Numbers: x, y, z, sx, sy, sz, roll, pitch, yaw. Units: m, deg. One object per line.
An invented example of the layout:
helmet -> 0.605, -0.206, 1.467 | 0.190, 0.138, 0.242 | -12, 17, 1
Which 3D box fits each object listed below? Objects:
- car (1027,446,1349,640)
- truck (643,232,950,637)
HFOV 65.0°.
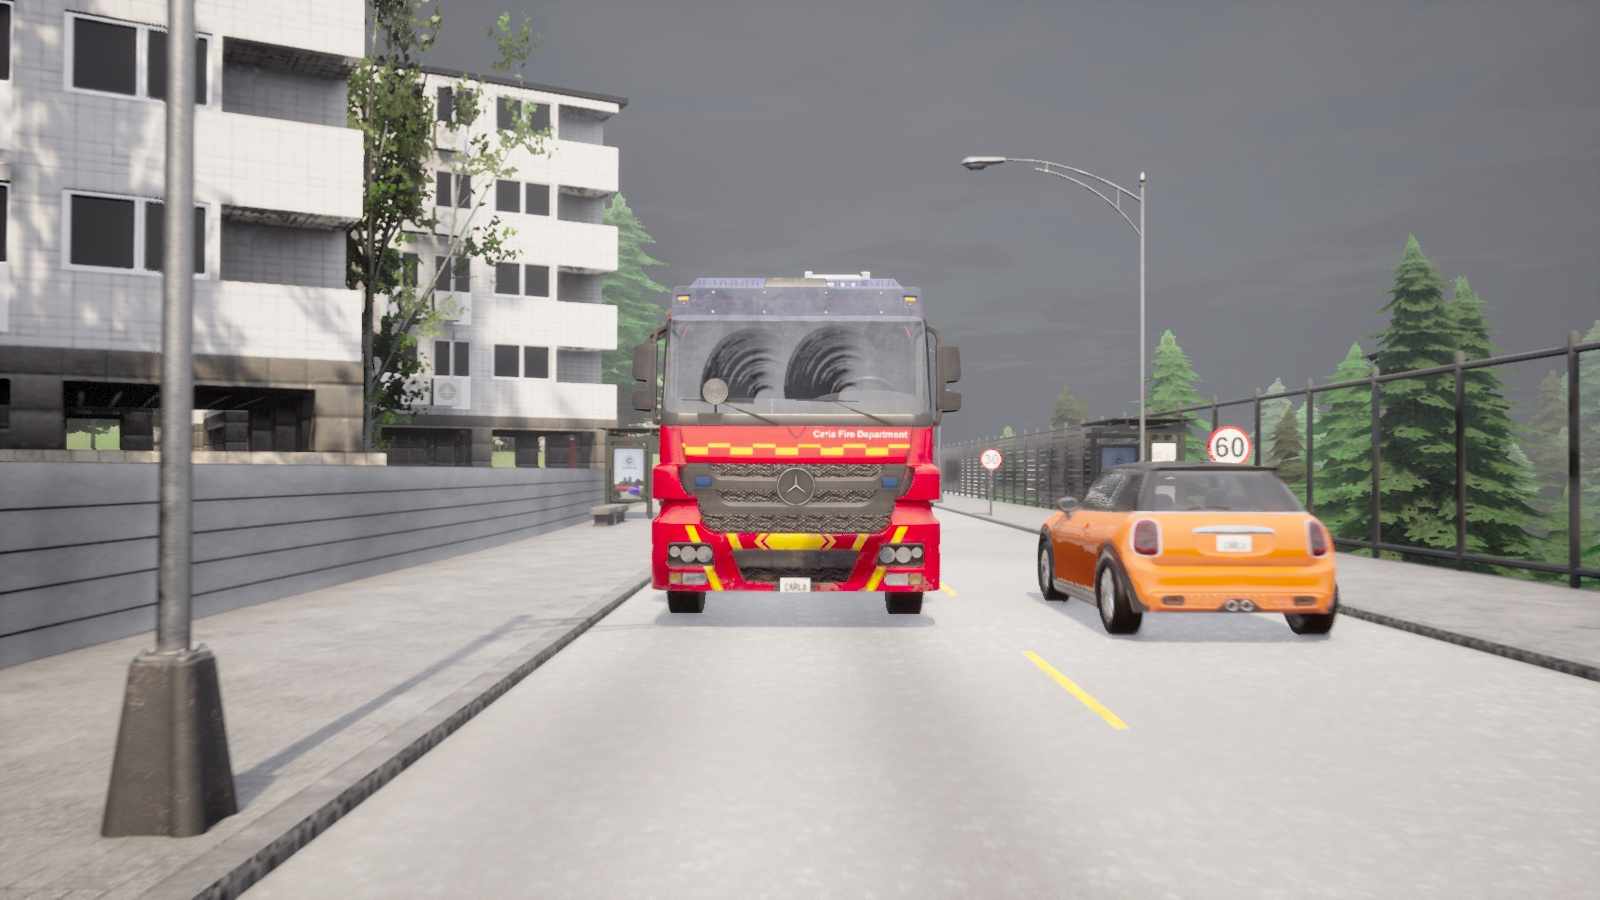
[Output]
car -> 3.962, 0.888, 13.774 | 2.097, 1.767, 4.553 | 0, -1, 0
truck -> -0.046, -0.080, 16.132 | 2.891, 3.827, 8.468 | 0, -1, 0
